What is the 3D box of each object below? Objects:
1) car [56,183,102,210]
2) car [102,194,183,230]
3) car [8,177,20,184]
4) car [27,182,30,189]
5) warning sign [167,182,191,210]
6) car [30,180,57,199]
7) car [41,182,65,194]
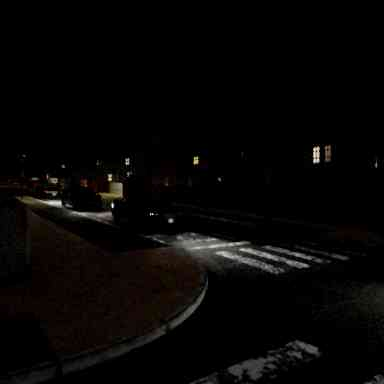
[{"bbox_3d":[-8.096,0.341,24.220,1.882,1.535,5.008,0,3,-35],"label":"car"},{"bbox_3d":[-2.292,0.833,16.009,2.128,1.511,4.902,0,2,-35],"label":"car"},{"bbox_3d":[-42.555,-2.896,79.496,2.097,1.767,4.553,-3,4,-35],"label":"car"},{"bbox_3d":[-25.116,-1.191,53.396,1.812,1.442,4.674,0,2,-35],"label":"car"},{"bbox_3d":[-0.912,0.245,23.281,1.300,1.860,1.060,-3,2,-35],"label":"warning sign"},{"bbox_3d":[-14.108,-0.140,32.737,2.128,1.511,4.902,0,2,-35],"label":"car"},{"bbox_3d":[-18.356,-0.560,43.840,1.895,1.301,4.718,0,2,-35],"label":"car"}]
